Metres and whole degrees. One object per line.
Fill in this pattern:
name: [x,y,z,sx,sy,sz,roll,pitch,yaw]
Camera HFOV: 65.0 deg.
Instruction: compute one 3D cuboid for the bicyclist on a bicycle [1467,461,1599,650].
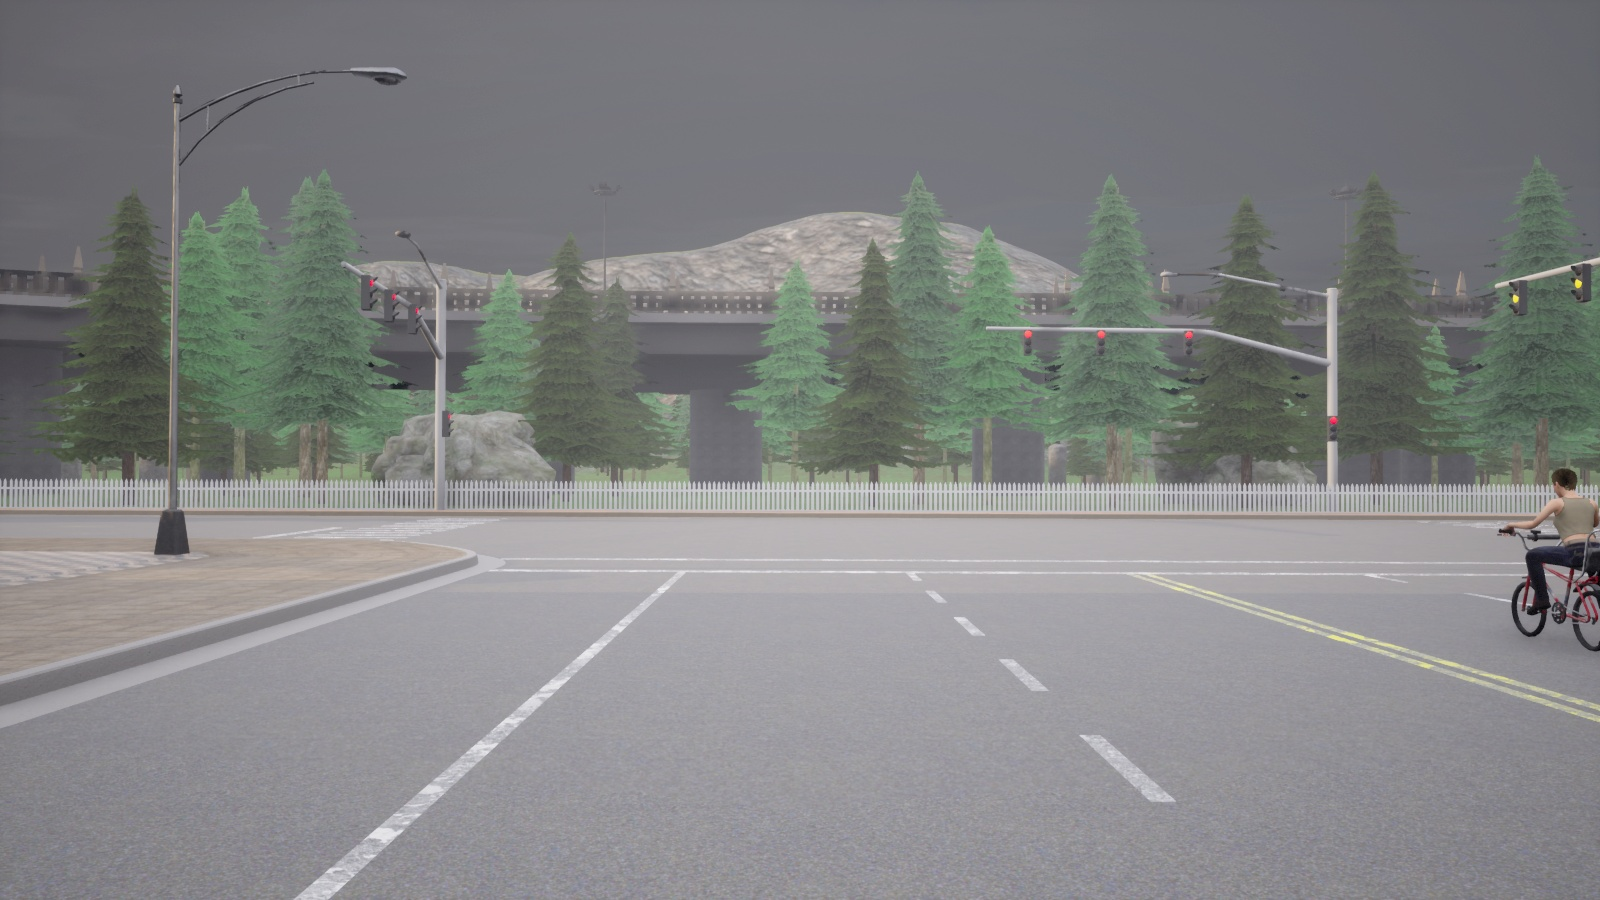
bicyclist on a bicycle: [6.975,0.916,11.527,0.866,1.612,1.509,0,-1,0]
